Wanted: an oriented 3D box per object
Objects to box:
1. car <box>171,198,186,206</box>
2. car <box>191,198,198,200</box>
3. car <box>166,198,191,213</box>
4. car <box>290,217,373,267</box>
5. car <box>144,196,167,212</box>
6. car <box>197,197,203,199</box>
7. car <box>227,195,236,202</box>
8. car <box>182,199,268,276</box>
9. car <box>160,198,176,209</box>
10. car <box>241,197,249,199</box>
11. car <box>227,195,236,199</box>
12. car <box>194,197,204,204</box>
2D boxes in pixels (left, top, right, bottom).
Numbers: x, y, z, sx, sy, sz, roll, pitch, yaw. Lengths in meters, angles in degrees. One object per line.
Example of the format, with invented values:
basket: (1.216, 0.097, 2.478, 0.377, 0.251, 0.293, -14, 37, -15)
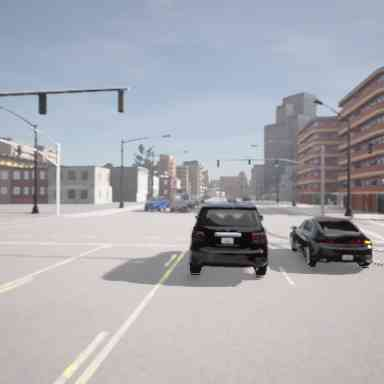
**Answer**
car: (-2.648, 1.883, 65.950, 2.033, 1.411, 5.357, 0, 0, 7)
car: (-0.657, 2.006, 53.002, 1.895, 1.301, 4.718, 0, 0, 7)
car: (-1.702, 1.919, 43.800, 1.837, 1.490, 4.892, 0, 0, 6)
car: (4.839, 1.680, 12.116, 1.837, 1.490, 4.892, 0, 0, 7)
car: (-4.978, 1.628, 45.934, 2.150, 2.045, 5.566, 0, 0, 7)
car: (0.421, 1.868, 62.241, 1.837, 1.490, 4.892, 0, 0, 7)
car: (9.964, 1.652, 84.048, 2.097, 1.767, 4.553, 0, 0, 6)
car: (1.208, 1.364, 11.031, 2.150, 2.045, 5.566, 0, -1, 7)
car: (-3.892, 1.890, 55.538, 1.837, 1.490, 4.892, 0, 0, 6)
car: (13.442, 1.849, 83.667, 2.033, 1.411, 5.357, 0, 0, 6)
car: (8.827, 1.851, 73.910, 2.128, 1.511, 4.902, 0, 0, 6)
car: (1.603, 1.834, 72.336, 1.812, 1.442, 4.674, 0, 0, 6)
